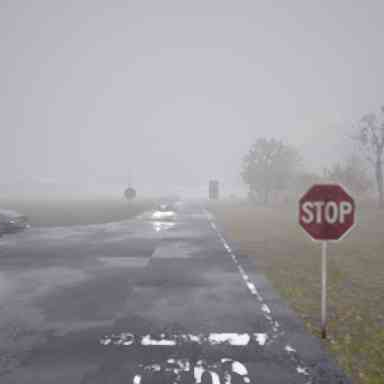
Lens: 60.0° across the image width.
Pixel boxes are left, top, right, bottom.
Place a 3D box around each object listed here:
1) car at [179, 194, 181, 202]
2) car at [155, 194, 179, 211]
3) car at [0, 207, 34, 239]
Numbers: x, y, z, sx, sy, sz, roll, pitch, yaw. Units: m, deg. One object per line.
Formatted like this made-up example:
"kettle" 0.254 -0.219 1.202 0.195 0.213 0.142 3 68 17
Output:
"car" -2.805 1.017 57.842 2.033 1.411 5.357 0 1 0
"car" -2.784 1.230 35.010 2.128 1.511 4.902 0 2 0
"car" -9.807 1.395 15.327 4.674 1.442 1.812 0 3 1
